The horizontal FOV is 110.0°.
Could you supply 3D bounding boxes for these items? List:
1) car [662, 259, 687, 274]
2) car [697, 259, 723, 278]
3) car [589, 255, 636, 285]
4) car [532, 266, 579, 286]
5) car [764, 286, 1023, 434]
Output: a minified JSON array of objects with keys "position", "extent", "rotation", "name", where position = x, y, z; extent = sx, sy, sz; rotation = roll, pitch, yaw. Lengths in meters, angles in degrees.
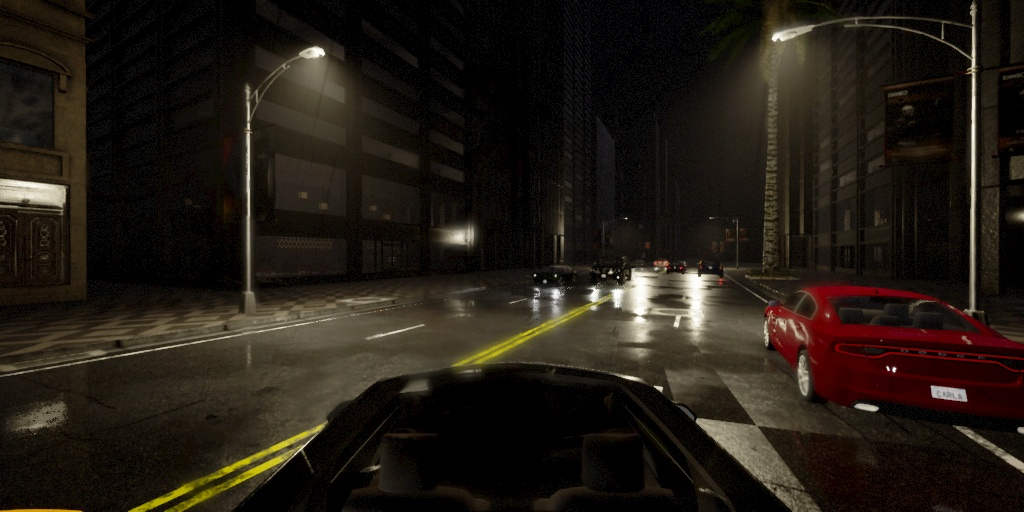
[{"position":[18.607,1.315,40.708],"extent":[2.033,1.411,5.357],"rotation":[0,0,27],"name":"car"},{"position":[19.253,1.116,34.887],"extent":[2.097,1.767,4.553],"rotation":[0,0,27],"name":"car"},{"position":[7.363,0.978,26.354],"extent":[2.150,2.045,5.566],"rotation":[0,0,27],"name":"car"},{"position":[3.138,1.355,25.240],"extent":[1.895,1.301,4.718],"rotation":[0,0,27],"name":"car"},{"position":[5.508,1.228,5.796],"extent":[1.882,1.535,5.008],"rotation":[0,0,27],"name":"car"}]
